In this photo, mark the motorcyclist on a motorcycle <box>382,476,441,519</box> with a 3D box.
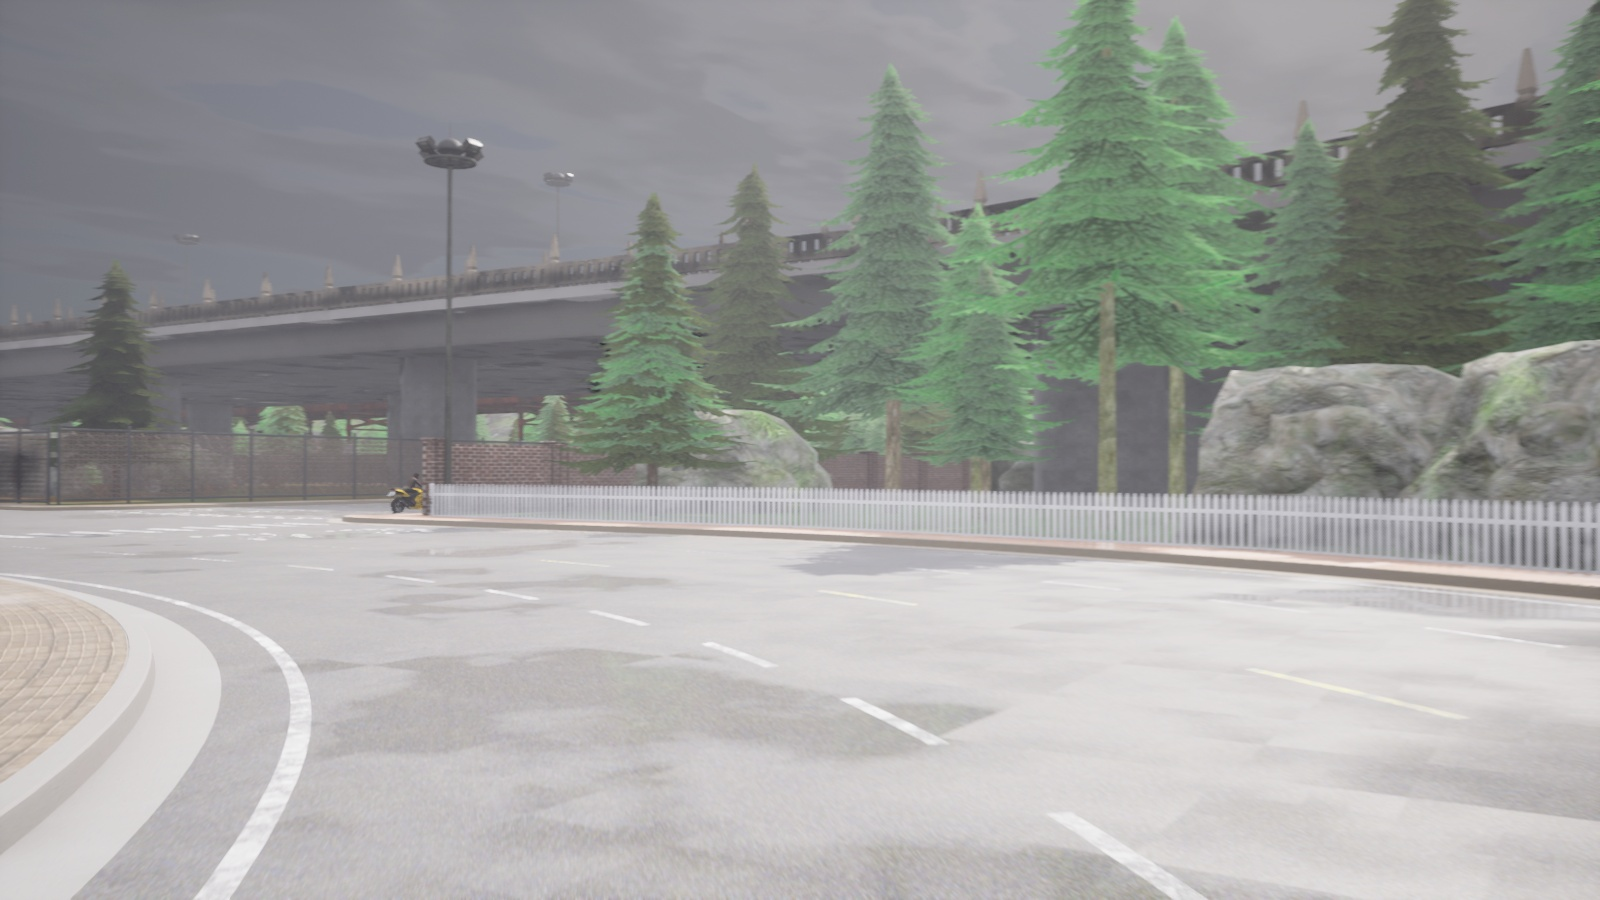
[{"bbox_3d":[-14.210,1.704,45.962,0.797,1.523,2.044,-1,-1,32],"label":"motorcyclist on a motorcycle"}]
